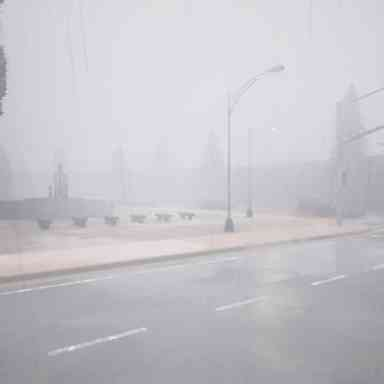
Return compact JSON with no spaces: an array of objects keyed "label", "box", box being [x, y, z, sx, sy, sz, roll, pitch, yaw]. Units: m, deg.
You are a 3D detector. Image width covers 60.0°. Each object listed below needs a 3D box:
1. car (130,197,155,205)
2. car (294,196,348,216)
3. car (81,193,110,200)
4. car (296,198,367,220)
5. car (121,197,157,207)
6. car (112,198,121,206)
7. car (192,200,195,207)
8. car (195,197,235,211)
[{"label":"car","box":[-9.106,1.564,61.192,4.181,1.385,1.994,0,0,22]},{"label":"car","box":[12.773,1.351,33.097,2.097,1.767,4.553,0,0,-37]},{"label":"car","box":[-18.646,1.221,63.939,5.566,2.045,2.150,0,0,10]},{"label":"car","box":[11.872,1.547,28.388,2.033,1.411,5.357,0,0,-35]},{"label":"car","box":[-7.551,1.600,48.815,4.718,1.301,1.895,0,0,29]},{"label":"car","box":[-10.516,1.601,54.251,4.718,1.301,1.895,0,0,23]},{"label":"car","box":[2.207,1.477,45.923,5.008,1.535,1.882,0,0,41]},{"label":"car","box":[2.965,1.506,40.166,1.837,1.490,4.892,0,0,-43]}]
